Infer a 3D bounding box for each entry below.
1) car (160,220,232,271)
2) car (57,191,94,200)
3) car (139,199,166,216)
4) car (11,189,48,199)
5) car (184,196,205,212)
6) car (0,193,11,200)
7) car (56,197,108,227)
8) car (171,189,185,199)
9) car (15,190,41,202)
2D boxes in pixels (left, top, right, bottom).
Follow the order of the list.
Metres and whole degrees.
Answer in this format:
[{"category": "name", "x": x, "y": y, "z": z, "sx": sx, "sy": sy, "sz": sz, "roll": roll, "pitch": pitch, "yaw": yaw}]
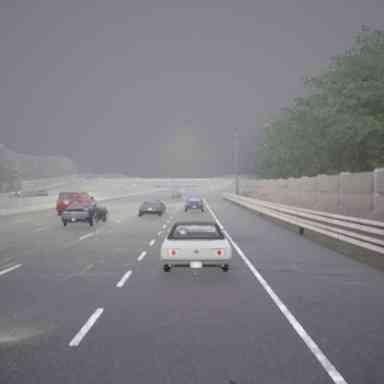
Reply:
[{"category": "car", "x": 0.118, "y": 1.573, "z": 10.794, "sx": 1.895, "sy": 1.301, "sz": 4.718, "roll": 0, "pitch": 0, "yaw": 0}, {"category": "car", "x": -10.305, "y": 0.950, "z": 29.994, "sx": 2.150, "sy": 2.045, "sz": 5.566, "roll": 0, "pitch": 1, "yaw": 0}, {"category": "car", "x": -3.400, "y": 1.312, "z": 29.117, "sx": 1.994, "sy": 1.385, "sz": 4.181, "roll": 0, "pitch": 1, "yaw": 0}, {"category": "car", "x": -20.860, "y": 0.679, "z": 43.661, "sx": 2.150, "sy": 2.045, "sz": 5.566, "roll": 0, "pitch": 1, "yaw": 1}, {"category": "car", "x": 0.236, "y": 1.174, "z": 34.101, "sx": 1.812, "sy": 1.442, "sz": 4.674, "roll": 0, "pitch": 1, "yaw": 0}, {"category": "car", "x": -24.343, "y": 0.936, "z": 44.913, "sx": 1.837, "sy": 1.490, "sz": 4.892, "roll": 0, "pitch": 1, "yaw": 1}, {"category": "car", "x": -6.840, "y": 1.356, "z": 21.658, "sx": 2.128, "sy": 1.511, "sz": 4.902, "roll": 0, "pitch": 1, "yaw": 0}, {"category": "car", "x": -3.034, "y": 0.495, "z": 66.158, "sx": 2.128, "sy": 1.511, "sz": 4.902, "roll": 0, "pitch": 1, "yaw": 1}, {"category": "car", "x": -27.656, "y": 0.621, "z": 56.188, "sx": 2.097, "sy": 1.767, "sz": 4.553, "roll": 0, "pitch": 1, "yaw": 1}]
